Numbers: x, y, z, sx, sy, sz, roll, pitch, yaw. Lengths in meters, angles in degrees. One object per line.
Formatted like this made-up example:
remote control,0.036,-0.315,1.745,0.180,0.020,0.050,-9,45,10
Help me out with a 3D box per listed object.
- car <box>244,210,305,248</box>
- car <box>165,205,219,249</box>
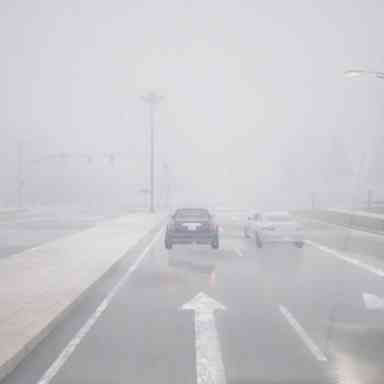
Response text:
car,3.500,1.532,14.650,1.812,1.442,4.674,0,0,0
car,0.000,1.365,14.620,2.097,1.767,4.553,0,0,0
